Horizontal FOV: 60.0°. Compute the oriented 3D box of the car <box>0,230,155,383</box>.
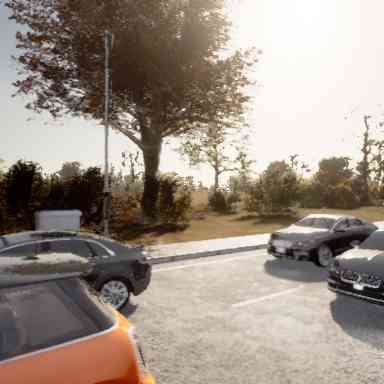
[{"bbox_3d":[-2.559,1.347,2.167,4.553,1.767,2.097,0,0,-36],"label":"car"}]

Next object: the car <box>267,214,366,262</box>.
[{"bbox_3d":[4.732,1.538,11.711,4.902,1.511,2.128,0,0,-36],"label":"car"}]

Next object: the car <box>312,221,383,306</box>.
[{"bbox_3d":[5.084,1.544,7.651,4.892,1.490,1.837,1,0,-36],"label":"car"}]

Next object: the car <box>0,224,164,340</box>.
[{"bbox_3d":[-3.096,1.511,6.087,4.892,1.490,1.837,1,0,-36],"label":"car"}]
